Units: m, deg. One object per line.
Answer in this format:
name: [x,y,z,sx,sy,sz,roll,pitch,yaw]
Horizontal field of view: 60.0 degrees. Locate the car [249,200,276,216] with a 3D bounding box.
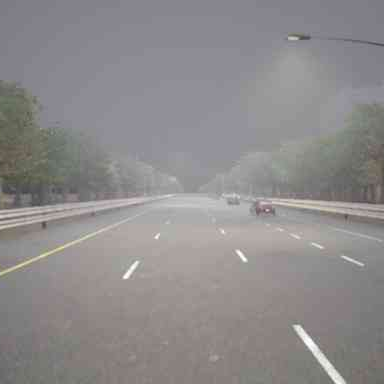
car: [7.001,1.540,33.028,1.812,1.442,4.674,0,0,0]

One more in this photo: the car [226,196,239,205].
car: [7.052,1.524,58.097,2.128,1.511,4.902,0,0,0]
